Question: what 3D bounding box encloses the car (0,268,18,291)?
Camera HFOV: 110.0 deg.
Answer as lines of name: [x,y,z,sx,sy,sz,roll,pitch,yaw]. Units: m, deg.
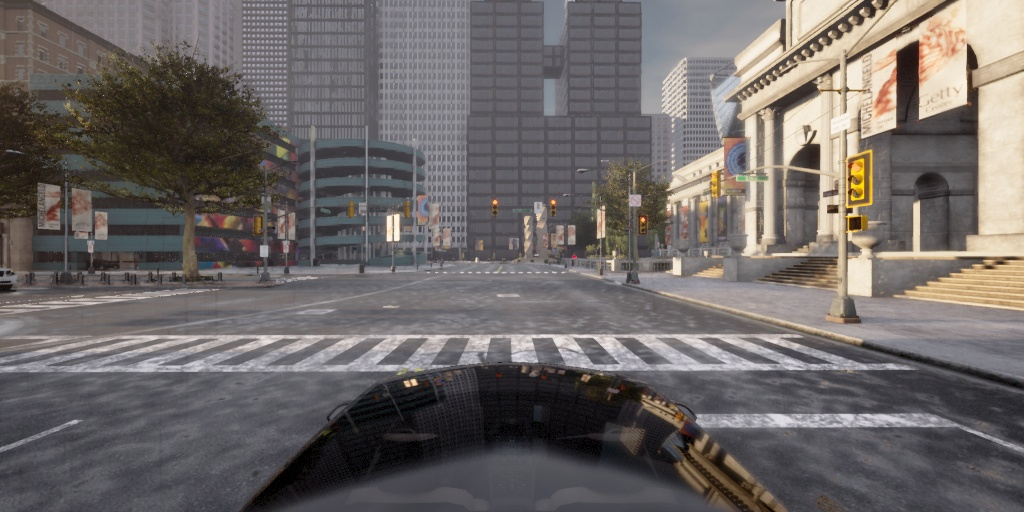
car: [-31.152,0.971,19.773,5.566,2.045,2.150,0,0,0]
